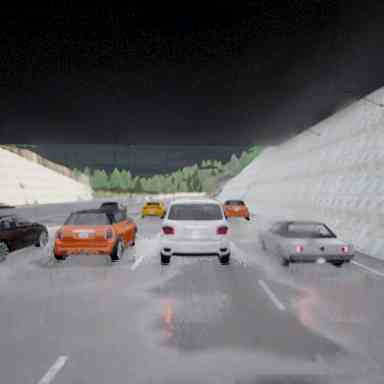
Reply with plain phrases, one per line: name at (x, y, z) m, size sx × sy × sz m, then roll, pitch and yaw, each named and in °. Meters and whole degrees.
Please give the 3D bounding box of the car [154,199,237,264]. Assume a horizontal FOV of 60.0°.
car at (0.096, 1.254, 12.046) m, size 2.150 × 2.045 × 5.566 m, roll 0°, pitch 0°, yaw 0°

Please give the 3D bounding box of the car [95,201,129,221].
car at (-6.914, 1.583, 29.183) m, size 1.837 × 1.490 × 4.892 m, roll 0°, pitch 0°, yaw 0°

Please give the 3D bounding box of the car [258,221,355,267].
car at (3.596, 1.633, 11.485) m, size 1.895 × 1.301 × 4.718 m, roll 0°, pitch 0°, yaw 0°

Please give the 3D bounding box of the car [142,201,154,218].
car at (-3.415, 1.560, 30.694) m, size 1.882 × 1.535 × 5.008 m, roll 0°, pitch 0°, yaw 0°

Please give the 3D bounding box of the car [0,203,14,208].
car at (-17.609, 1.643, 29.957) m, size 1.994 × 1.385 × 4.181 m, roll 0°, pitch 0°, yaw 0°

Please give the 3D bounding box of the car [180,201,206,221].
car at (0.087, 1.570, 29.102) m, size 2.128 × 1.511 × 4.902 m, roll 0°, pitch 0°, yaw 0°

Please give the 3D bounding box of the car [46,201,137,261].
car at (-3.404, 1.386, 12.588) m, size 2.097 × 1.767 × 4.553 m, roll 0°, pitch 0°, yaw 0°

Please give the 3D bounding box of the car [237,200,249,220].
car at (3.586, 1.431, 28.852) m, size 2.097 × 1.767 × 4.553 m, roll 0°, pitch 0°, yaw 0°

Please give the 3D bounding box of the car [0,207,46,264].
car at (-6.904, 1.524, 11.946) m, size 2.128 × 1.511 × 4.902 m, roll 0°, pitch 0°, yaw 0°
